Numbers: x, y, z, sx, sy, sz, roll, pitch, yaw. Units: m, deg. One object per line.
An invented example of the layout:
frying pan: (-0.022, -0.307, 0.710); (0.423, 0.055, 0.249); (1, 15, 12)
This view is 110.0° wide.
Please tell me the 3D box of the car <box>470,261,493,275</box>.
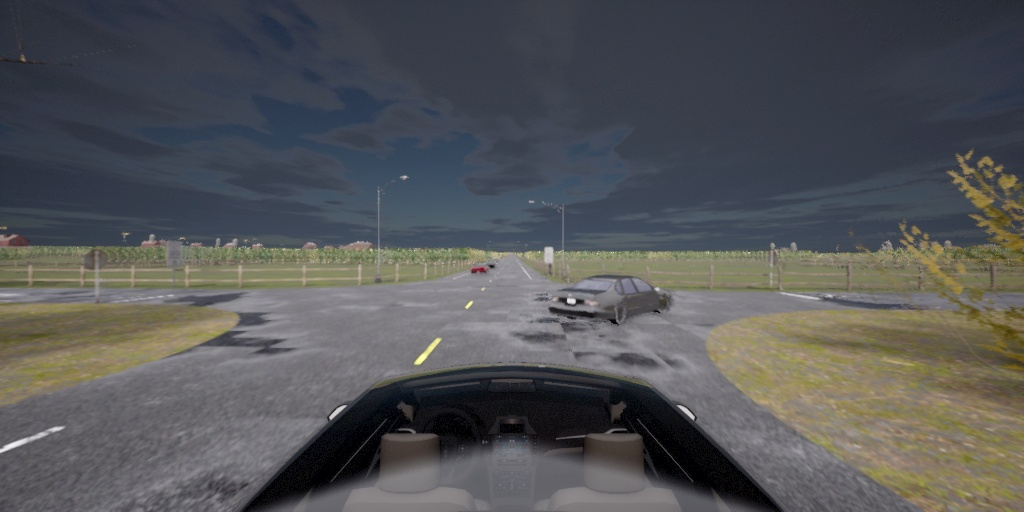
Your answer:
car: (-3.571, 1.438, 40.319); (1.895, 1.301, 4.718); (0, 0, 0)

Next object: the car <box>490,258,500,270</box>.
car: (-3.456, 1.461, 56.865); (1.895, 1.301, 4.718); (0, 0, 1)

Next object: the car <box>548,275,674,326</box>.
car: (3.480, 1.328, 11.938); (5.357, 1.411, 2.033); (0, 0, -44)
